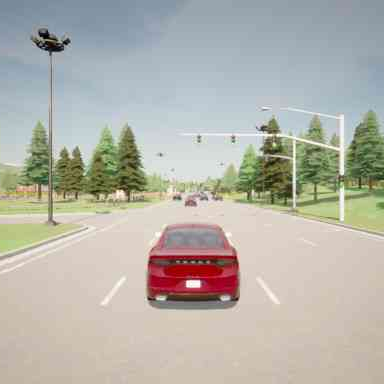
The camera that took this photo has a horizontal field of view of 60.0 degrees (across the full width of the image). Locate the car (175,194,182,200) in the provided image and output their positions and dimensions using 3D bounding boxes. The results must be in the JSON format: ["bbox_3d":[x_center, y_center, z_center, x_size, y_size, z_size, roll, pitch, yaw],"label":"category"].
[{"bbox_3d":[-3.845,1.320,93.998,1.882,1.535,5.008,0,0,0],"label":"car"}]

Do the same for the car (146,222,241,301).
[{"bbox_3d":[0.032,1.479,8.376,1.882,1.535,5.008,0,0,0],"label":"car"}]

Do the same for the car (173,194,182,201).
[{"bbox_3d":[-3.807,1.478,83.578,1.882,1.535,5.008,0,0,0],"label":"car"}]

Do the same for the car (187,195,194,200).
[{"bbox_3d":[-0.346,1.437,94.041,1.895,1.301,4.718,0,0,0],"label":"car"}]

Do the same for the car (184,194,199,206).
[{"bbox_3d":[-0.194,1.531,52.978,1.812,1.442,4.674,0,0,0],"label":"car"}]

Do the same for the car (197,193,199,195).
[{"bbox_3d":[3.155,1.367,94.024,2.128,1.511,4.902,0,0,0],"label":"car"}]

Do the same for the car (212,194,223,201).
[{"bbox_3d":[6.693,1.525,83.617,2.128,1.511,4.902,0,0,0],"label":"car"}]

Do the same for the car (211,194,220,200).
[{"bbox_3d":[6.655,1.382,94.037,2.033,1.411,5.357,0,0,0],"label":"car"}]

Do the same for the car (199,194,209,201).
[{"bbox_3d":[3.192,1.525,84.020,1.812,1.442,4.674,0,0,0],"label":"car"}]
